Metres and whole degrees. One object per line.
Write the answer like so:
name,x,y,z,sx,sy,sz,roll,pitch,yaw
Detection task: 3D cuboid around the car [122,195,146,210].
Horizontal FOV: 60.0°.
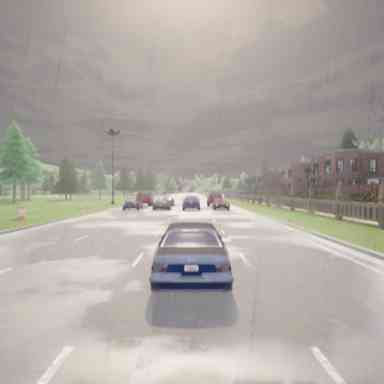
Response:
car,-7.078,1.424,39.990,1.812,1.442,4.674,0,0,0

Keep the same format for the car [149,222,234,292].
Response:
car,-0.018,1.524,8.974,2.033,1.411,5.357,0,0,0

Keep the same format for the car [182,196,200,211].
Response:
car,-0.078,1.250,39.973,2.097,1.767,4.553,0,0,0

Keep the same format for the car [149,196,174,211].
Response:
car,-3.578,1.462,39.997,1.994,1.385,4.181,0,0,0

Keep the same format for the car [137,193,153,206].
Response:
car,-7.097,1.094,50.022,2.150,2.045,5.566,0,0,0

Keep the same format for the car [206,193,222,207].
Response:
car,3.403,1.094,50.043,2.150,2.045,5.566,0,0,0

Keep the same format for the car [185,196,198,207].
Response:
car,-0.097,1.378,50.007,1.837,1.490,4.892,0,0,0

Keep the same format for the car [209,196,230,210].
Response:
car,3.422,1.499,40.040,1.895,1.301,4.718,0,0,0
